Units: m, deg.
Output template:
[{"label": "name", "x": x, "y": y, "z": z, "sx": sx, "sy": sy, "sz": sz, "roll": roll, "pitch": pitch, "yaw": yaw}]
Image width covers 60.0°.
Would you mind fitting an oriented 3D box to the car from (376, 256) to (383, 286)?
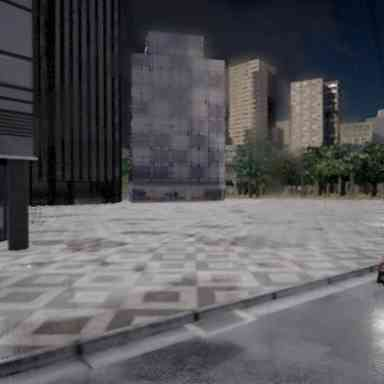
[{"label": "car", "x": 6.168, "y": 1.540, "z": 7.780, "sx": 4.181, "sy": 1.385, "sz": 1.994, "roll": 0, "pitch": 0, "yaw": -35}]
